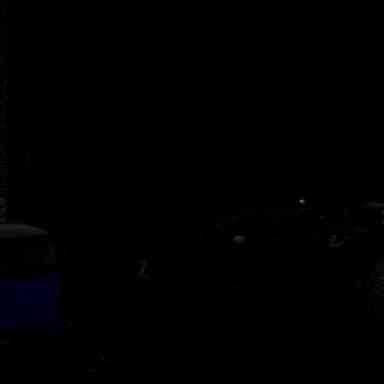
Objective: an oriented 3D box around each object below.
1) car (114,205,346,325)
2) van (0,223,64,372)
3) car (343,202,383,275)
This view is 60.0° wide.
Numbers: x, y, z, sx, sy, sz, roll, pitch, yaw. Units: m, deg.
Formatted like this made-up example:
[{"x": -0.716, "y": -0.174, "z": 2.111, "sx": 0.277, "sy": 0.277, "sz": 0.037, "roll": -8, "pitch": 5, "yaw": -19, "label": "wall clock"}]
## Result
[{"x": 0.895, "y": 1.299, "z": 7.287, "sx": 5.009, "sy": 1.841, "sz": 2.192, "roll": 0, "pitch": 0, "yaw": -36, "label": "car"}, {"x": -3.672, "y": 1.344, "z": 4.028, "sx": 3.998, "sy": 1.788, "sz": 1.690, "roll": 0, "pitch": 0, "yaw": -36, "label": "van"}, {"x": 5.460, "y": 1.282, "z": 10.544, "sx": 5.009, "sy": 1.841, "sz": 2.192, "roll": 0, "pitch": 0, "yaw": -36, "label": "car"}]
